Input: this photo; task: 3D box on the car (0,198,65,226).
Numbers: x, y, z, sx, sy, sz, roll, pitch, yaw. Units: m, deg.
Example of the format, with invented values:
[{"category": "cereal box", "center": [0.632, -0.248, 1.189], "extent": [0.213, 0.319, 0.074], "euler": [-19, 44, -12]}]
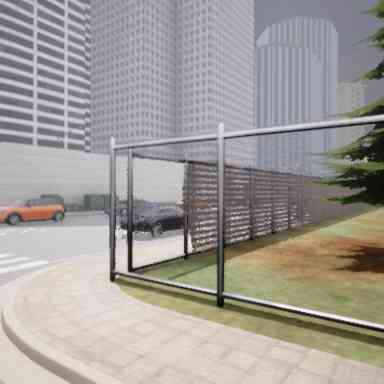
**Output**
[{"category": "car", "center": [-10.930, 1.207, 22.202], "extent": [2.097, 1.767, 4.553], "euler": [0, 0, 35]}]

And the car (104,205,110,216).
[{"category": "car", "center": [-5.602, 1.360, 29.716], "extent": [1.837, 1.490, 4.892], "euler": [0, 0, 36]}]
